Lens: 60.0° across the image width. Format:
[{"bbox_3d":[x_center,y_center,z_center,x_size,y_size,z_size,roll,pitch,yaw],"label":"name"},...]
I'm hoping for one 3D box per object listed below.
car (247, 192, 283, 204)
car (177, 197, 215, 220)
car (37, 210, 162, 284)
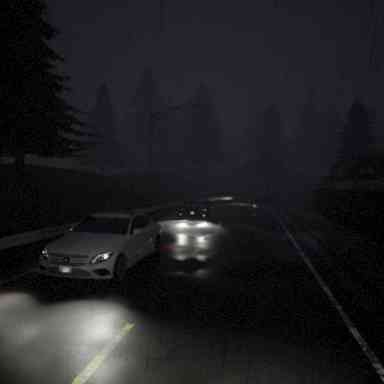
[{"bbox_3d":[8.879,0.729,40.367,4.674,1.442,1.812,1,2,-27],"label":"car"},{"bbox_3d":[0.397,1.032,22.081,1.994,1.385,4.181,2,2,11],"label":"car"},{"bbox_3d":[-2.142,1.266,9.081,1.812,1.442,4.674,2,2,11],"label":"car"}]
